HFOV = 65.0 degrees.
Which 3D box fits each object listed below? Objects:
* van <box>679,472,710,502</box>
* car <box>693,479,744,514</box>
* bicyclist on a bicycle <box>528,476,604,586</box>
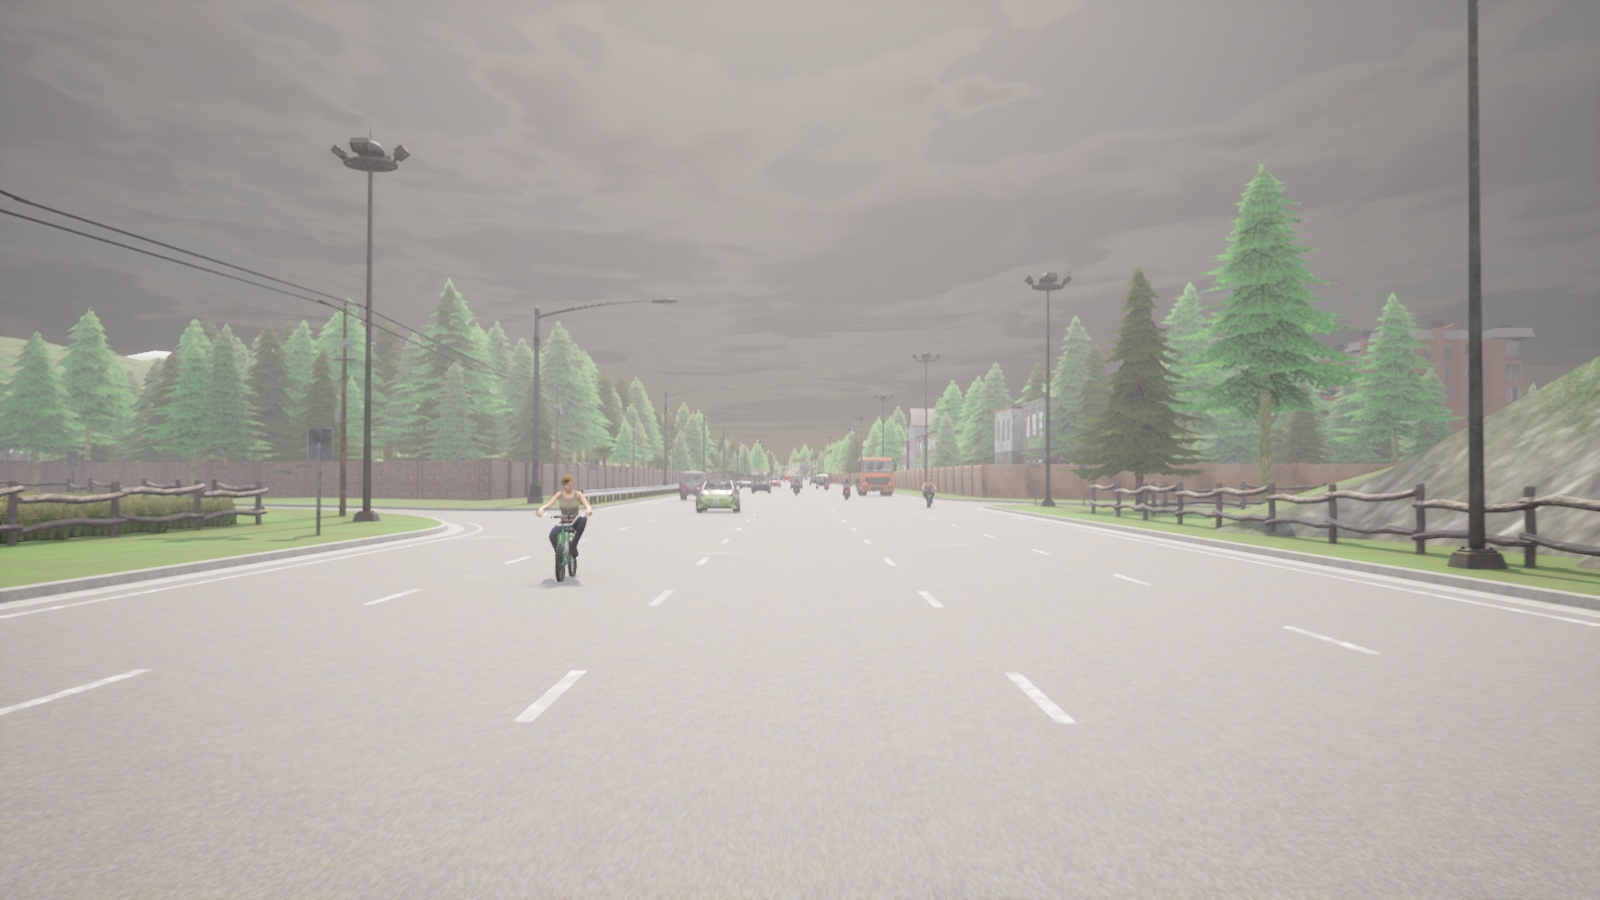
[{"bbox_3d":[-7.220,2.548,86.094,1.775,1.987,4.442,0,-1,0],"label":"van"},{"bbox_3d":[-3.645,2.070,56.899,2.007,1.525,4.514,0,-1,0],"label":"car"},{"bbox_3d":[-3.545,1.208,19.160,0.866,1.612,1.509,0,-1,0],"label":"bicyclist on a bicycle"}]
